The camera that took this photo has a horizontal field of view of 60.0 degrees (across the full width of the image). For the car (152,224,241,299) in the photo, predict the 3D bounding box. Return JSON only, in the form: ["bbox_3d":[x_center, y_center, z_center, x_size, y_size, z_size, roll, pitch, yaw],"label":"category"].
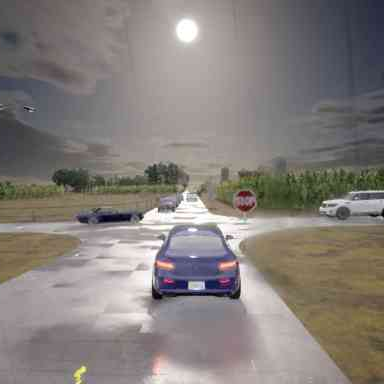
[{"bbox_3d":[0.089,1.525,8.308,1.812,1.442,4.674,0,0,0],"label":"car"}]

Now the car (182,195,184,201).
[{"bbox_3d":[-2.850,1.320,57.111,1.895,1.301,4.718,0,1,0],"label":"car"}]

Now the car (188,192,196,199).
[{"bbox_3d":[-0.034,0.818,79.429,1.812,1.442,4.674,0,1,0],"label":"car"}]

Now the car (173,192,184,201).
[{"bbox_3d":[-2.794,0.952,68.340,2.097,1.767,4.553,0,1,0],"label":"car"}]

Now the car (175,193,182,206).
[{"bbox_3d":[-2.862,1.285,46.971,1.882,1.535,5.008,0,0,0],"label":"car"}]

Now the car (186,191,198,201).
[{"bbox_3d":[-0.030,0.813,69.038,2.150,2.045,5.566,0,1,0],"label":"car"}]

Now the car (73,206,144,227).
[{"bbox_3d":[-5.839,1.662,23.647,4.718,1.301,1.895,-1,0,-28],"label":"car"}]

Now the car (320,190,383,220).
[{"bbox_3d":[12.447,0.933,24.651,5.566,2.045,2.150,-1,0,0],"label":"car"}]

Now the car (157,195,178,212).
[{"bbox_3d":[-2.807,1.386,37.147,1.837,1.490,4.892,0,0,-2],"label":"car"}]
